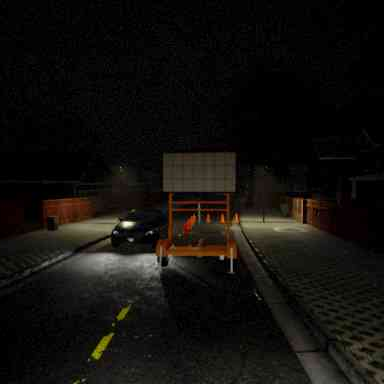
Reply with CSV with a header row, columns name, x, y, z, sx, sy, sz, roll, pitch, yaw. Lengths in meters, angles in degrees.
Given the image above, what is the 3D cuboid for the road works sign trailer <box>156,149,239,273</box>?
name,x,y,z,sx,sy,sz,roll,pitch,yaw
road works sign trailer,0.240,0.437,10.626,2.380,3.560,2.880,0,0,6

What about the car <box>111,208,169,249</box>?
name,x,y,z,sx,sy,sz,roll,pitch,yaw
car,-2.067,1.472,14.527,1.812,1.442,4.674,0,0,4
